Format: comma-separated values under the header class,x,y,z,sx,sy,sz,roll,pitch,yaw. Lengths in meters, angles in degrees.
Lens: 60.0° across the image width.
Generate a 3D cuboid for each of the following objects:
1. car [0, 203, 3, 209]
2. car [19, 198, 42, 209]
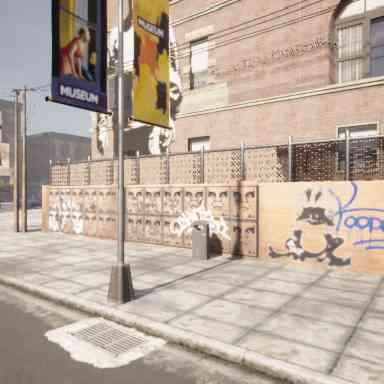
class,x,y,z,sx,sy,sz,roll,pitch,yaw
car,-25.905,1.526,41.576,1.812,1.442,4.674,0,0,8
car,-21.637,1.526,44.700,1.812,1.442,4.674,0,0,15
